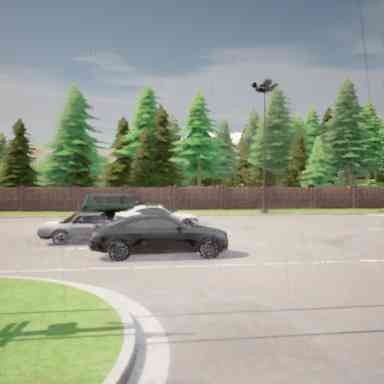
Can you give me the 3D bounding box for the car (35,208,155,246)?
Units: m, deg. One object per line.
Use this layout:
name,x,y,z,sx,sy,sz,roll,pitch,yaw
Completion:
car,-4.099,1.527,14.523,4.718,1.301,1.895,0,0,-7

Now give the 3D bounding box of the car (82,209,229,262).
car,-1.091,1.465,11.385,4.674,1.442,1.812,0,0,-7

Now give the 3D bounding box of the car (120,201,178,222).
car,-3.241,1.432,25.212,4.181,1.385,1.994,0,0,-7

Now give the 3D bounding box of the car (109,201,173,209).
car,-1.961,1.429,18.330,4.674,1.442,1.812,0,0,-7

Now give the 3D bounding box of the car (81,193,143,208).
car,-4.324,1.110,21.547,5.566,2.045,2.150,0,0,-7
